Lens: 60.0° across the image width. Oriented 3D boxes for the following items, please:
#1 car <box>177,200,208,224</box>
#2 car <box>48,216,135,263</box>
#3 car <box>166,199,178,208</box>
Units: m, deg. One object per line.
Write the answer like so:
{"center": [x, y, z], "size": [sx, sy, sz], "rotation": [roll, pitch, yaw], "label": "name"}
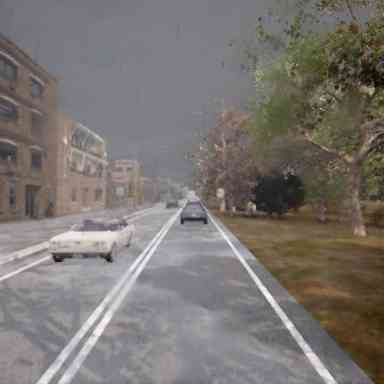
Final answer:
{"center": [0.134, 1.558, 24.961], "size": [1.994, 1.385, 4.181], "rotation": [0, 0, 0], "label": "car"}
{"center": [-3.340, 1.568, 11.946], "size": [1.895, 1.301, 4.718], "rotation": [0, 0, 0], "label": "car"}
{"center": [-3.144, 1.866, 54.144], "size": [2.033, 1.411, 5.357], "rotation": [0, -1, 1], "label": "car"}
